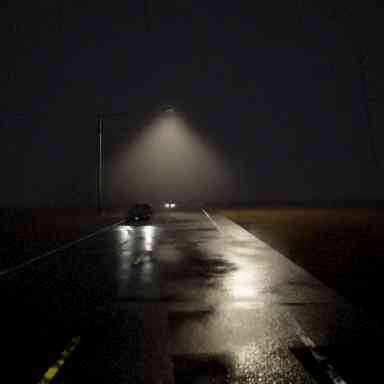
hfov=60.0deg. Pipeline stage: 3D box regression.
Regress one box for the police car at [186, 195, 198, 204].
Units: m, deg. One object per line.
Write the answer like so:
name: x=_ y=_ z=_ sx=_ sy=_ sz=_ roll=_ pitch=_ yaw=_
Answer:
police car: x=0.175 y=1.555 z=69.189 sx=1.930 sy=1.638 sz=5.238 roll=0 pitch=0 yaw=-1

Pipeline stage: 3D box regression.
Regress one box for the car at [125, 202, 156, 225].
car: x=-3.724 y=1.536 z=24.662 sx=1.837 sy=1.490 sz=4.892 roll=0 pitch=0 yaw=-1

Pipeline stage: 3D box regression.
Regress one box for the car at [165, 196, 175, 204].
car: x=-4.312 y=1.626 z=66.165 sx=2.128 sy=1.511 sz=4.902 roll=0 pitch=0 yaw=-1
